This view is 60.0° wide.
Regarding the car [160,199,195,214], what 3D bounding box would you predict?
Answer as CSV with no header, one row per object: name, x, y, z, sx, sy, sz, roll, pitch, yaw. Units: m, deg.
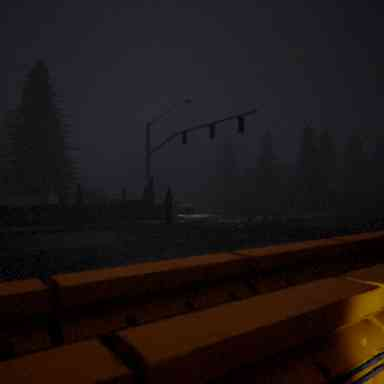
car,-1.629,1.553,36.497,1.882,1.535,5.008,0,0,-36
